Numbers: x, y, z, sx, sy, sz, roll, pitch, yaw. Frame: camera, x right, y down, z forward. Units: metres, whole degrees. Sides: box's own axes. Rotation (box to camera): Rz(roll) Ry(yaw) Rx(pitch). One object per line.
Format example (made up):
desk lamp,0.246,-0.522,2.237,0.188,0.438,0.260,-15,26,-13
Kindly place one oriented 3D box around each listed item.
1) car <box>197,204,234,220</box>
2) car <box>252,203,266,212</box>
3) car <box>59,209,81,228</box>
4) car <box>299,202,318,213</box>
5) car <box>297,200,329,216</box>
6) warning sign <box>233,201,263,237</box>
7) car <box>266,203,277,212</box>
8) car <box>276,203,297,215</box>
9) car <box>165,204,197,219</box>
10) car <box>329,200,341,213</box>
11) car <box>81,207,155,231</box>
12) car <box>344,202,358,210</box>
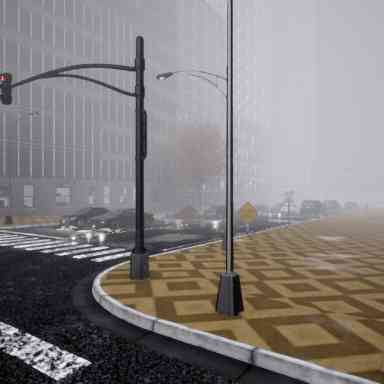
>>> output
car,2.866,2.085,35.612,1.837,1.490,4.892,0,-1,33
car,10.827,2.493,53.762,1.994,1.385,4.181,0,-1,33
car,-7.736,1.844,25.179,1.812,1.442,4.674,0,-1,31
car,19.193,2.506,54.725,1.882,1.535,5.008,0,-1,33
car,15.804,2.054,43.304,2.150,2.045,5.566,0,-1,33
warning sign,3.122,1.454,18.564,1.300,1.860,1.060,1,1,33
car,13.730,2.473,52.257,1.812,1.442,4.674,0,-1,33
car,13.634,2.372,46.035,1.812,1.442,4.674,0,-1,33
car,-0.925,2.069,35.735,1.812,1.442,4.674,0,-1,33
car,22.401,2.267,53.517,2.150,2.045,5.566,0,-1,33
car,-4.869,1.874,23.641,2.033,1.411,5.357,0,-1,33
car,31.498,2.662,65.692,2.097,1.767,4.553,0,-1,33
